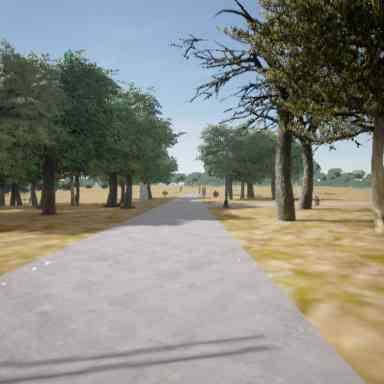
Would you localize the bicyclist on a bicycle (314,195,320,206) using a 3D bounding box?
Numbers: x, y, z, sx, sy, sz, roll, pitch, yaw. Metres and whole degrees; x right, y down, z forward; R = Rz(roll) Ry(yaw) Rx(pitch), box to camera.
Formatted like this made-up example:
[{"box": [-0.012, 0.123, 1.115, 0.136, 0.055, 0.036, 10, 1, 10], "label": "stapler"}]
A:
[{"box": [18.545, 1.283, 49.512, 0.582, 1.620, 1.656, -1, 0, 0], "label": "bicyclist on a bicycle"}]
